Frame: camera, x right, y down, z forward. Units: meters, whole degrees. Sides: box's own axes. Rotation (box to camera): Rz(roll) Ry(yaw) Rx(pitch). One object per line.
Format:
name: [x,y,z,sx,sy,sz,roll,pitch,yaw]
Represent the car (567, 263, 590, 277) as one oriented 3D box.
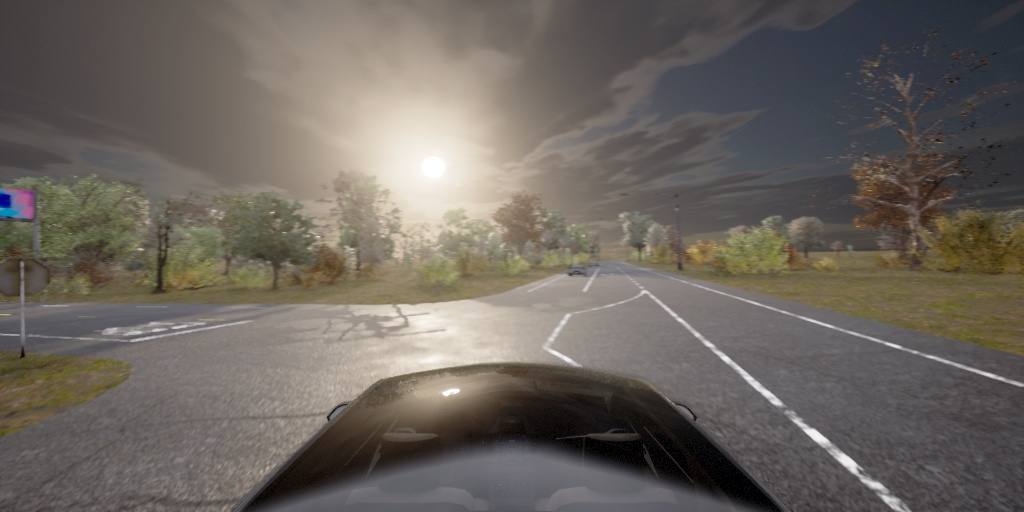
car: [7.429,1.621,40.570,1.994,1.385,4.181,-2,-1,15]
